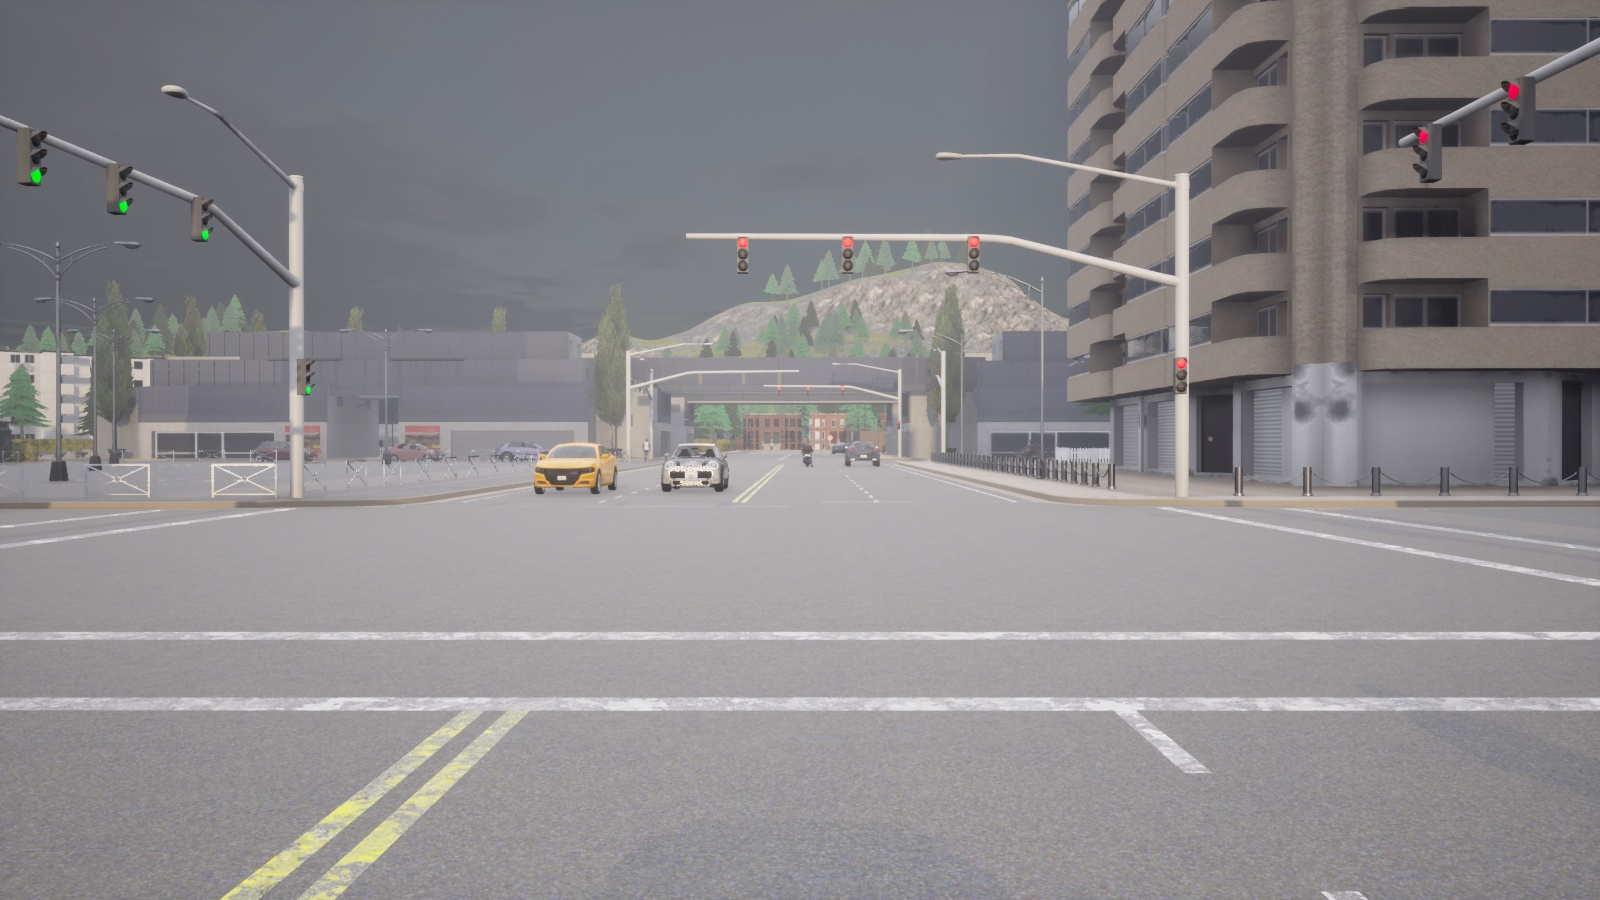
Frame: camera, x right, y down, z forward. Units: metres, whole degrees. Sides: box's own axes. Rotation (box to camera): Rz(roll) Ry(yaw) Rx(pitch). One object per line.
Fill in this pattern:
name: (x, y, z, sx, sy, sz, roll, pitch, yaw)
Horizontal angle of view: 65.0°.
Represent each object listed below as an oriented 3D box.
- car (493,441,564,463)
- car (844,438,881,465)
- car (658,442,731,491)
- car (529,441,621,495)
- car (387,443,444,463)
car: (-20.163, 0.133, 93.345, 4.856, 1.649, 2.033, 0, 0, 1)
car: (3.982, 0.073, 80.615, 2.152, 1.651, 5.027, 0, 0, 0)
car: (-3.257, 0.486, 39.460, 1.970, 1.475, 3.806, 0, 0, 0)
car: (-6.764, 0.503, 38.227, 1.882, 1.535, 5.008, 0, 0, 0)
car: (-28.654, 0.209, 93.600, 3.633, 1.501, 1.845, 0, 0, 2)
